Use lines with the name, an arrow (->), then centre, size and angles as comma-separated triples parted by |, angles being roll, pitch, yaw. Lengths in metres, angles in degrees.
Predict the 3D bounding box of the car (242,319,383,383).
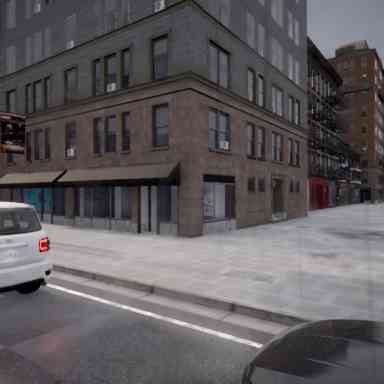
car -> 2.605, 1.505, 1.829 | 4.892, 1.490, 1.837 | 0, 0, 36

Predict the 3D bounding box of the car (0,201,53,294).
car -> -5.465, 1.222, 7.574 | 5.566, 2.045, 2.150 | 0, 0, 36
